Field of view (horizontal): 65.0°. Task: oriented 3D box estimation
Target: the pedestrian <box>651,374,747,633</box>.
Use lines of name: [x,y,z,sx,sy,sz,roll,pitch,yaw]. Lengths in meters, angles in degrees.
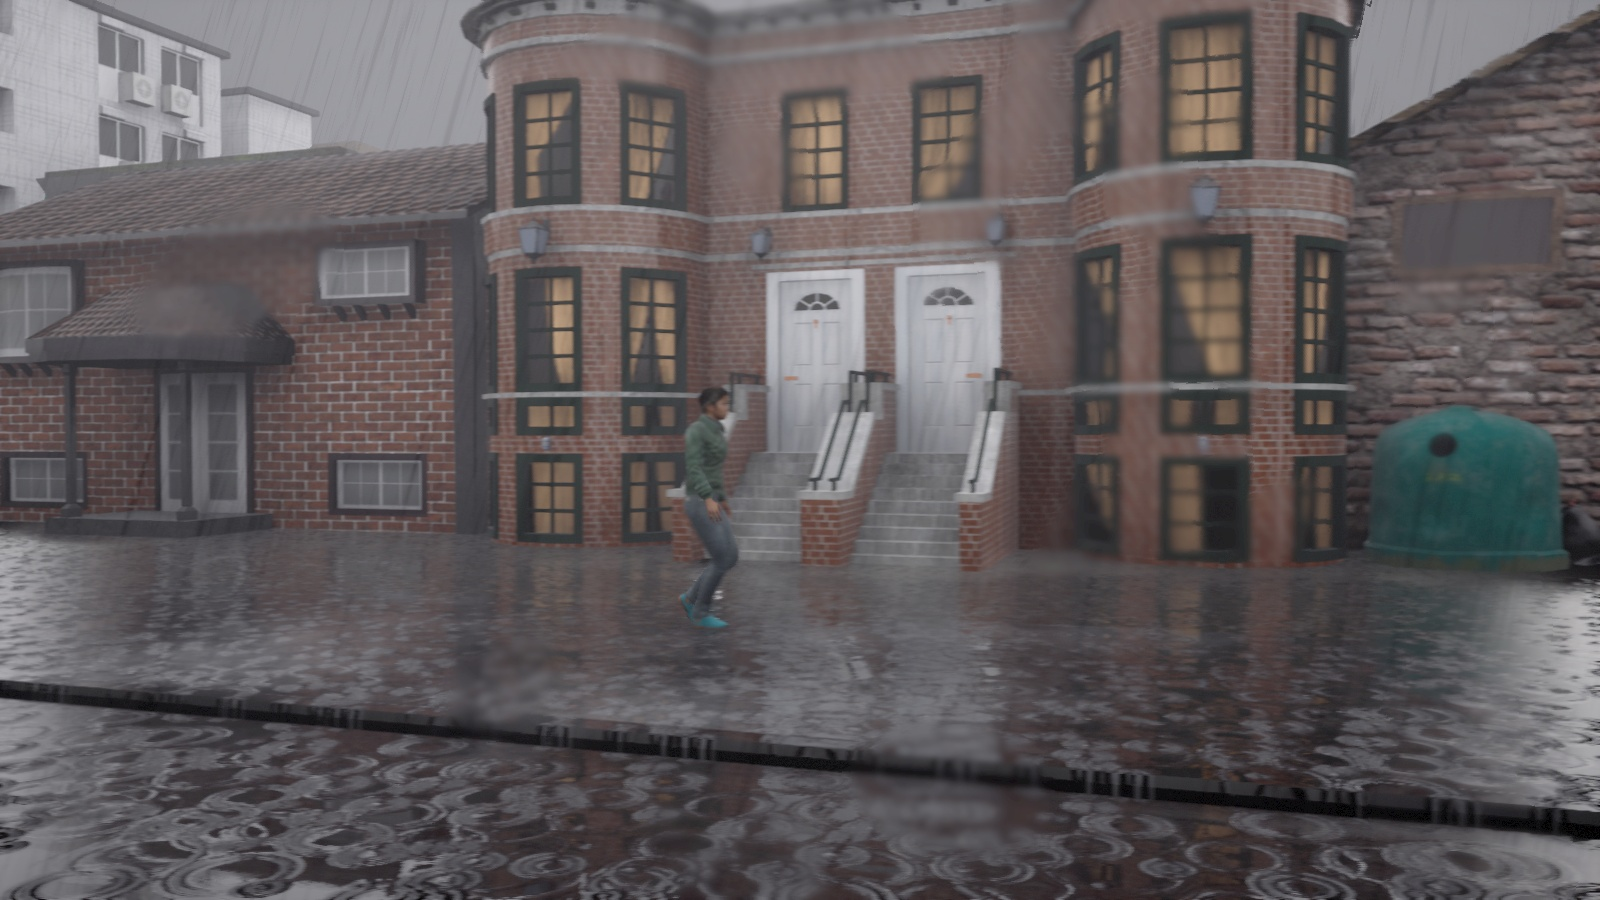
pedestrian: [-0.735,0.374,9.192,0.614,1.847,0.353,1,1,15]
